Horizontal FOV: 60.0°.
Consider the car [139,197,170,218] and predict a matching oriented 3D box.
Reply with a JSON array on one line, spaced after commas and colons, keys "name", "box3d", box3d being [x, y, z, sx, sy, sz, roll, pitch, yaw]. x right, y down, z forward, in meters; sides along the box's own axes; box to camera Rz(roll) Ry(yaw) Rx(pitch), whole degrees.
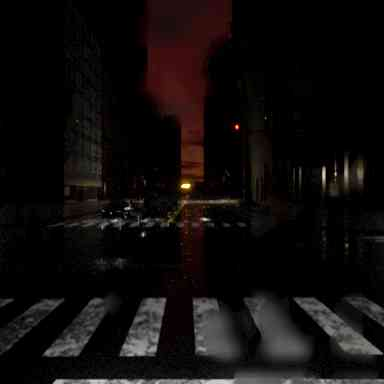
[{"name": "car", "box3d": [-3.380, 1.492, 30.993, 1.882, 1.535, 5.008, 0, 0, 0]}]

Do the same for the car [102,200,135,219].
[{"name": "car", "box3d": [-6.646, 1.518, 29.702, 1.837, 1.490, 4.892, 0, 0, 1]}]

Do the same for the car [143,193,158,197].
[{"name": "car", "box3d": [-6.640, 1.250, 53.477, 2.150, 2.045, 5.566, 0, 0, 0]}]

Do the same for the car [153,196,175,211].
[{"name": "car", "box3d": [-3.396, 1.545, 40.274, 1.812, 1.442, 4.674, 0, 0, 0]}]

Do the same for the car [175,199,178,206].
[{"name": "car", "box3d": [-3.390, 1.591, 54.151, 1.994, 1.385, 4.181, 0, 0, 0]}]

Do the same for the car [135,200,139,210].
[{"name": "car", "box3d": [-6.641, 1.619, 38.966, 1.895, 1.301, 4.718, 0, 0, 0]}]
